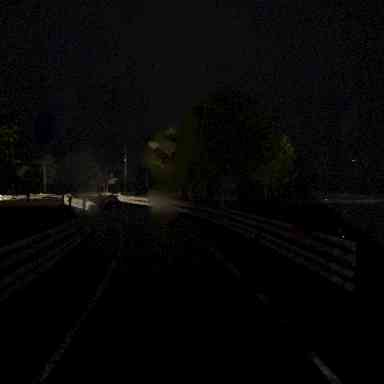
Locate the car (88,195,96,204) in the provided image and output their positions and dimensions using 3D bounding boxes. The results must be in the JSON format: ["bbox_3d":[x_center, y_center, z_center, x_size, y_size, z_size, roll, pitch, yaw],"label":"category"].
[{"bbox_3d":[-14.388,1.205,49.490,2.128,1.511,4.902,-1,1,-20],"label":"car"}]

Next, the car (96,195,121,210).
[{"bbox_3d":[-9.750,1.350,39.485,1.812,1.442,4.674,-1,1,-27],"label":"car"}]
